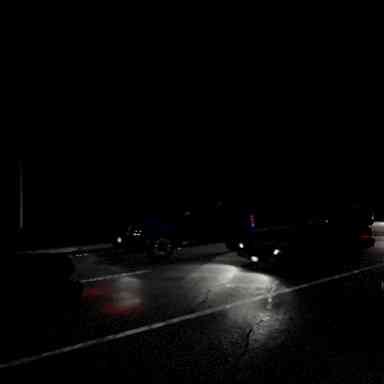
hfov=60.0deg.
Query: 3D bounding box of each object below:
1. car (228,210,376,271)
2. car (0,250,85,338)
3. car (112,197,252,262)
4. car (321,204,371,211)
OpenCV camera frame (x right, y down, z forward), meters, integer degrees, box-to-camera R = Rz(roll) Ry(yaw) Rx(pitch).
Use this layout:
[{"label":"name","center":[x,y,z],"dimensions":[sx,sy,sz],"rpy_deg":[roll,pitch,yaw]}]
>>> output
[{"label":"car","center":[3.983,1.524,11.064],"dimensions":[5.357,1.411,2.033],"rpy_deg":[0,0,-35]},{"label":"car","center":[-4.510,1.550,5.069],"dimensions":[5.357,1.411,2.033],"rpy_deg":[0,0,-36]},{"label":"car","center":[-0.111,1.206,12.461],"dimensions":[5.566,2.045,2.150],"rpy_deg":[0,0,-35]},{"label":"car","center":[8.195,1.434,18.420],"dimensions":[4.902,1.511,2.128],"rpy_deg":[0,0,-36]}]
